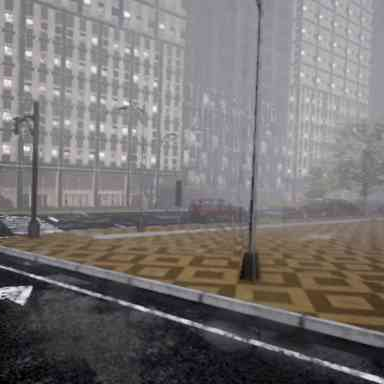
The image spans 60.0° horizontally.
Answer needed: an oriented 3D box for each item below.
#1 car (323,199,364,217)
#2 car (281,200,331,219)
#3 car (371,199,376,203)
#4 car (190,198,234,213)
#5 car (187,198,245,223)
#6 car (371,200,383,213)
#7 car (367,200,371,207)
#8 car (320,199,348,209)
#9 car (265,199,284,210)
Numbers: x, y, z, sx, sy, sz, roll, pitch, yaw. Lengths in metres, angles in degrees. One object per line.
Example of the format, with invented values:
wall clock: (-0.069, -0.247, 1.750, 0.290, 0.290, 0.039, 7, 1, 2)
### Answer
car: (15.979, 1.666, 36.053, 5.009, 1.841, 2.192, 1, 2, -34)
car: (11.294, 1.819, 32.856, 4.507, 1.381, 1.887, 1, 2, -34)
car: (30.231, 1.902, 55.372, 4.313, 1.339, 1.947, 1, 2, -34)
car: (2.171, 1.429, 36.152, 4.403, 1.369, 2.008, 1, 2, -34)
car: (1.949, 1.438, 26.444, 5.009, 1.841, 2.192, 1, 2, -34)
car: (25.324, 2.070, 42.467, 4.313, 1.339, 1.947, 1, 2, -34)
car: (25.555, 1.825, 52.169, 4.313, 1.339, 1.947, 1, 2, -34)
car: (20.877, 1.765, 48.966, 4.206, 1.307, 1.802, 1, 2, -34)
car: (11.385, 1.553, 42.462, 4.829, 1.417, 1.752, 1, 2, -34)
